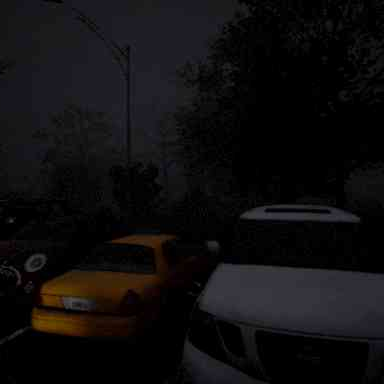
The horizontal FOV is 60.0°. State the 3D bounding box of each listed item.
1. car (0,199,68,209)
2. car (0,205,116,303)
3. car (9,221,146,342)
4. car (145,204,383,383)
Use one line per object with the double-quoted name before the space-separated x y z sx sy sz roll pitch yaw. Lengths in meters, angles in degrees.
"car" -5.770 1.241 10.081 2.435 2.045 5.566 1 0 14
"car" -3.316 1.377 8.451 2.185 1.767 4.553 1 0 15
"car" -0.848 1.504 6.905 1.946 1.575 5.366 0 -1 15
"car" 1.547 1.245 4.985 2.435 2.045 5.566 0 -1 15
